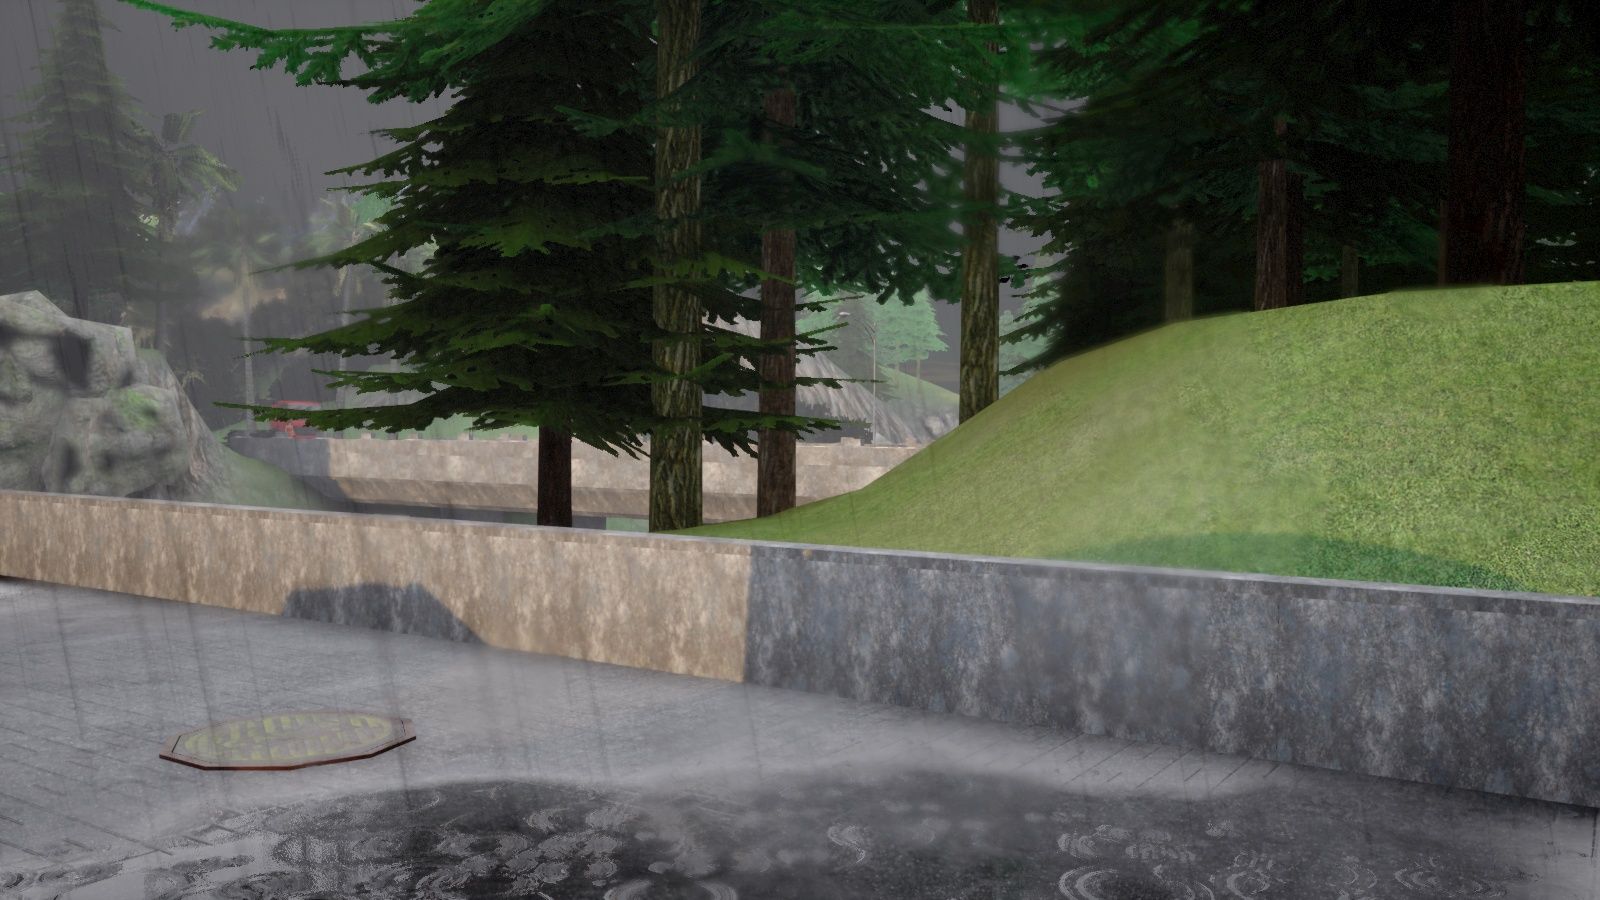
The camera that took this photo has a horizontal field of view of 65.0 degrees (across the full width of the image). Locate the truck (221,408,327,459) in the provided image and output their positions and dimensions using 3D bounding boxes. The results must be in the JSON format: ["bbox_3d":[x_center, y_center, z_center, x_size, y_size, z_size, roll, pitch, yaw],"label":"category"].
[{"bbox_3d":[-36.910,-1.119,88.096,7.936,3.462,2.891,0,1,34],"label":"truck"}]
